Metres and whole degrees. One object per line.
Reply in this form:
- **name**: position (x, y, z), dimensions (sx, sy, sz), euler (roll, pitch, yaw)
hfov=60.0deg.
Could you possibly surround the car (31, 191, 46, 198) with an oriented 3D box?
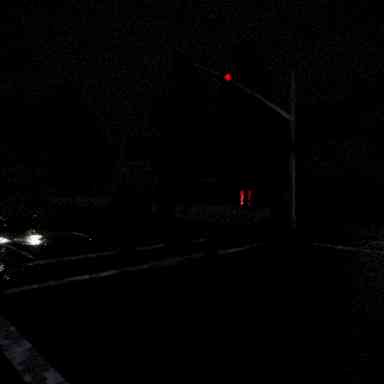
- **car**: position (-34.914, 0.498, 75.495), dimensions (1.970, 1.475, 3.806), euler (0, 1, -43)

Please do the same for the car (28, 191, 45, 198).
- **car**: position (-32.115, 0.571, 68.004), dimensions (1.845, 1.501, 3.633), euler (0, 1, -43)

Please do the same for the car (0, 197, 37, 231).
- **car**: position (-10.481, 1.249, 18.984), dimensions (1.882, 1.535, 5.008), euler (0, 1, -43)

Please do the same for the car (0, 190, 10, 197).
- **car**: position (-22.578, 0.870, 37.565), dimensions (2.097, 1.767, 4.553), euler (0, 1, -41)

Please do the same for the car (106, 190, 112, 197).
- **car**: position (-18.291, 0.323, 80.425), dimensions (1.932, 1.855, 4.605), euler (0, 1, -43)
